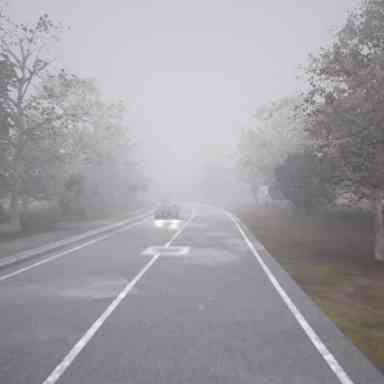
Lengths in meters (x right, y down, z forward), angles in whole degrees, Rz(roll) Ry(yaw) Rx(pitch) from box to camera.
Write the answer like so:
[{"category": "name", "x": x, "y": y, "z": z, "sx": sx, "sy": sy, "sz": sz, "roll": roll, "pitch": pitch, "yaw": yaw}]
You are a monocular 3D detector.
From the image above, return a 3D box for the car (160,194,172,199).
[{"category": "car", "x": -5.465, "y": 1.231, "z": 69.881, "sx": 2.097, "sy": 1.767, "sz": 4.553, "roll": 1, "pitch": 0, "yaw": -14}]

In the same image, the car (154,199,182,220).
[{"category": "car", "x": -1.981, "y": 1.561, "z": 28.428, "sx": 1.994, "sy": 1.385, "sz": 4.181, "roll": 0, "pitch": 0, "yaw": 3}]
